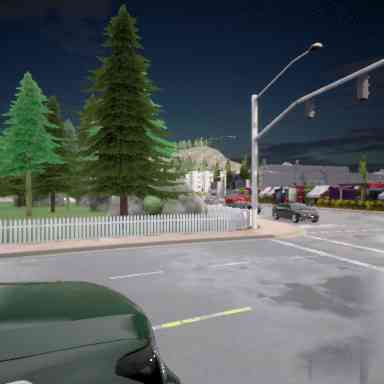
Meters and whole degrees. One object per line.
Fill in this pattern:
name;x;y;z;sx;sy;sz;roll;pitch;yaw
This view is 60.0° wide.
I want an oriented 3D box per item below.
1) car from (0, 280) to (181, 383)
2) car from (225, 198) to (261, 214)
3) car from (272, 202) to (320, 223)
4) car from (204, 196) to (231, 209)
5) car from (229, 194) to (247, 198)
car;-2.732;1.221;1.688;5.566;2.045;2.150;0;0;-36
car;5.511;1.656;35.254;1.895;1.301;4.718;0;0;-16
car;8.095;1.560;26.346;1.837;1.490;4.892;0;0;-14
car;2.900;1.547;44.242;2.128;1.511;4.902;0;0;-16
car;7.226;1.276;55.171;2.150;2.045;5.566;0;0;-16
